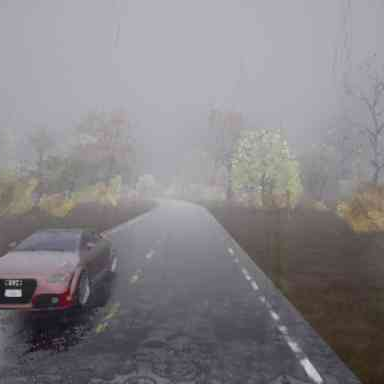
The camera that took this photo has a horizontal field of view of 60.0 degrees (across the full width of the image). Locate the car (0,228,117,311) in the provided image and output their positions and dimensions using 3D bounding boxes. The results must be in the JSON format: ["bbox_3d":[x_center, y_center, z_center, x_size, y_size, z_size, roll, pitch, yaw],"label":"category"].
[{"bbox_3d":[-3.101,1.574,7.773,1.994,1.385,4.181,0,0,0],"label":"car"}]
